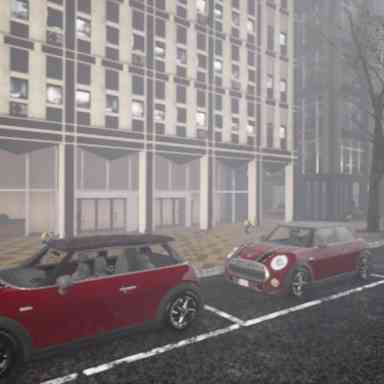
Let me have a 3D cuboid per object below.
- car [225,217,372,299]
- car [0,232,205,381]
[{"bbox_3d":[2.778,1.504,8.543,4.097,1.590,1.967,1,-1,-35],"label":"car"},{"bbox_3d":[-1.862,1.453,5.235,4.097,1.590,1.967,1,-1,-35],"label":"car"}]
